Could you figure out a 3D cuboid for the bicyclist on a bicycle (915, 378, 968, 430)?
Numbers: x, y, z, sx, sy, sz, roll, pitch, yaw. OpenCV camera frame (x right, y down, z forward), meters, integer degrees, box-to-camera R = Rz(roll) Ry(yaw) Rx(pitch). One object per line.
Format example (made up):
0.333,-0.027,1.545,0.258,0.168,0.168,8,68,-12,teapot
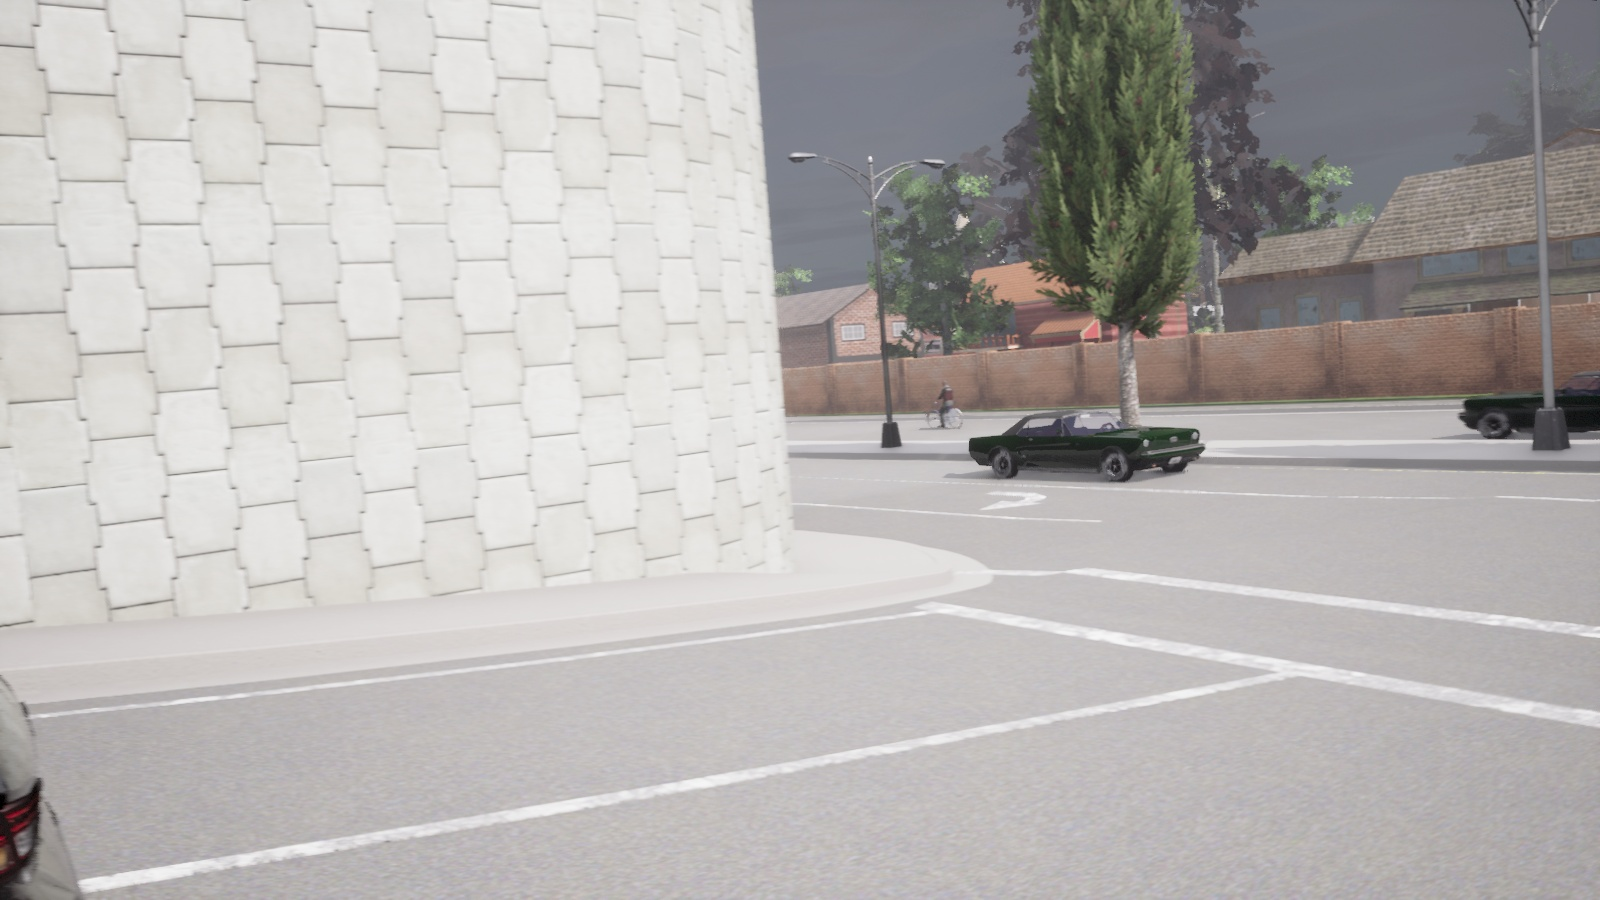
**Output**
5.062,-1.632,45.017,0.659,1.776,1.843,-7,5,-36,bicyclist on a bicycle

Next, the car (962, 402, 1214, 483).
5.579,-0.153,24.912,1.895,1.301,4.718,-7,5,-36,car

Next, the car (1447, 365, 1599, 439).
15.598,-0.977,24.665,1.895,1.301,4.718,-7,5,-36,car

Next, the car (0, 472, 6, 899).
-3.352,0.774,1.309,4.193,1.474,1.816,0,0,-35,car
